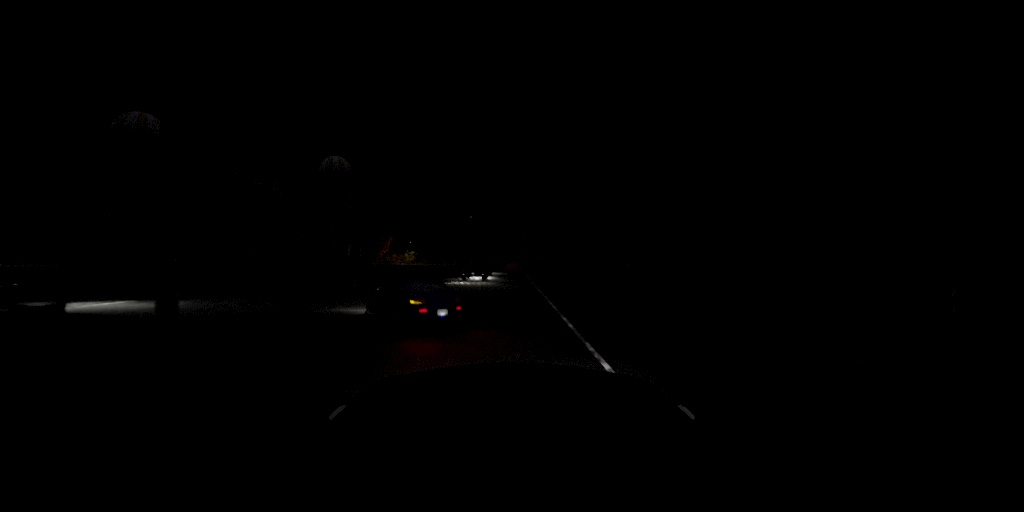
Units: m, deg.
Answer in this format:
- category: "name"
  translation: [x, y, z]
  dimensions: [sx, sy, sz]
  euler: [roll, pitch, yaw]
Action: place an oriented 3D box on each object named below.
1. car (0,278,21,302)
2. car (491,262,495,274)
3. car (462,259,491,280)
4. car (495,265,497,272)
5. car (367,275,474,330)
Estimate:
- category: "car"
  translation: [-23.118, 1.176, 14.491]
  dimensions: [4.902, 1.511, 2.128]
  euler: [1, 0, -1]
- category: "car"
  translation: [-3.567, 1.758, 45.623]
  dimensions: [1.895, 1.301, 4.718]
  euler: [0, -1, 0]
- category: "car"
  translation: [-3.587, 1.292, 35.854]
  dimensions: [2.150, 2.045, 5.566]
  euler: [0, -1, 0]
- category: "car"
  translation: [-3.499, 1.752, 56.035]
  dimensions: [1.837, 1.490, 4.892]
  euler: [0, 0, 0]
- category: "car"
  translation: [-3.204, 1.361, 11.591]
  dimensions: [1.812, 1.442, 4.674]
  euler: [1, -1, -35]
